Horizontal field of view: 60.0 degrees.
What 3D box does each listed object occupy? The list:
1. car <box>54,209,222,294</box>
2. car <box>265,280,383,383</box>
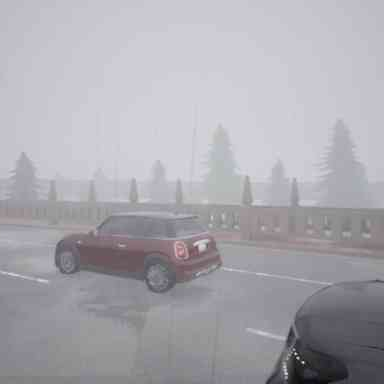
[{"bbox_3d":[-1.567,1.307,8.877,4.553,1.767,2.097,0,0,32],"label":"car"},{"bbox_3d":[3.186,1.214,1.586,5.566,2.045,2.150,0,0,36],"label":"car"}]
